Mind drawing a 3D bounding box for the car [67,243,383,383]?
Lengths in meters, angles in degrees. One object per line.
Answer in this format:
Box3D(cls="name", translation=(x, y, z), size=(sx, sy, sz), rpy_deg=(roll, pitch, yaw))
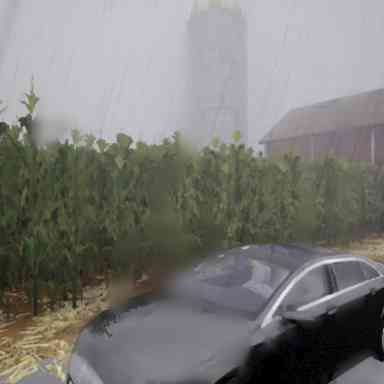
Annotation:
Box3D(cls="car", translation=(0.993, 1.487, 4.258), size=(4.902, 1.511, 2.128), rpy_deg=(0, 0, -37))
